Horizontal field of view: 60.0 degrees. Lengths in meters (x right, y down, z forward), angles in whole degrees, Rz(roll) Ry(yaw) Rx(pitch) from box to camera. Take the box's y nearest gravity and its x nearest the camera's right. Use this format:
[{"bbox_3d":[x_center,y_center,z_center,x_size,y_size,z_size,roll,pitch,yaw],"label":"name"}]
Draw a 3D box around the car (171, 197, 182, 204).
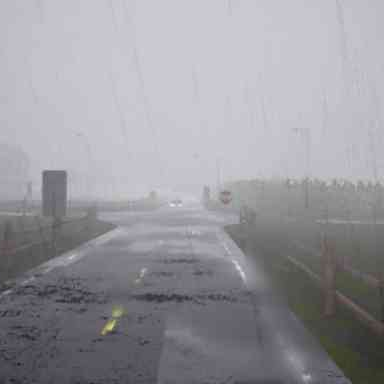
[{"bbox_3d":[-2.755,1.536,60.548,1.994,1.385,4.181,0,0,0],"label":"car"}]
